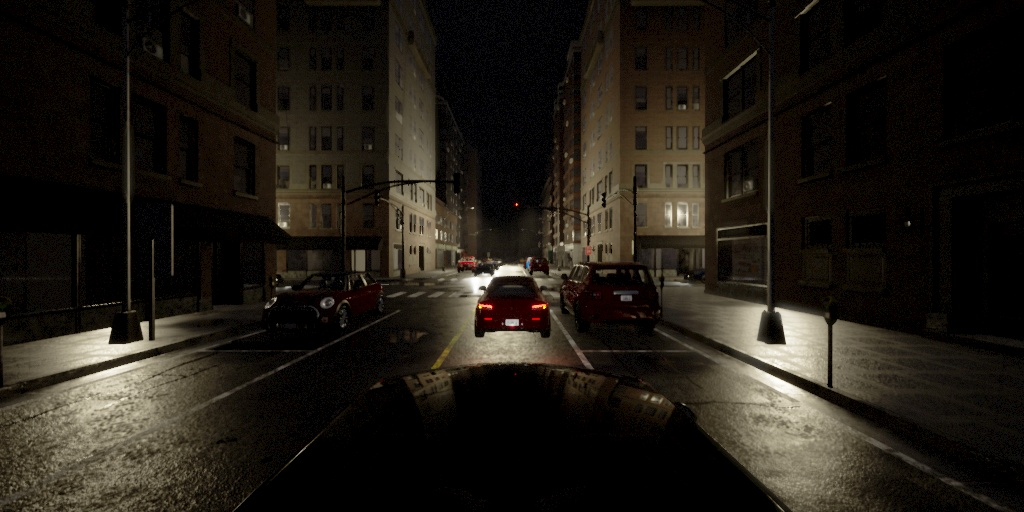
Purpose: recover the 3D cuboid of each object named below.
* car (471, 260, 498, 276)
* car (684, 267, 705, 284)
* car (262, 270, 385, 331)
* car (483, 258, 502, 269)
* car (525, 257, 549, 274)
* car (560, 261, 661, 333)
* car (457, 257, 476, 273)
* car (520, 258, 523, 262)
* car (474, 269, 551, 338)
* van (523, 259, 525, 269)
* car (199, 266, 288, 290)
[{"bbox_3d":[-2.769,1.342,36.672,1.895,1.301,4.718,0,0,0],"label":"car"},{"bbox_3d":[14.669,1.265,25.757,4.181,1.385,1.994,0,0,0],"label":"car"},{"bbox_3d":[-5.369,1.188,10.714,1.967,1.591,4.097,0,0,0],"label":"car"},{"bbox_3d":[-2.736,1.339,48.480,1.895,1.301,4.718,0,0,0],"label":"car"},{"bbox_3d":[2.781,1.056,37.752,2.192,1.841,5.009,0,0,0],"label":"car"},{"bbox_3d":[2.656,1.063,10.696,2.192,1.841,5.009,0,0,0],"label":"car"},{"bbox_3d":[-5.326,1.054,43.274,2.192,1.841,5.009,0,0,0],"label":"car"},{"bbox_3d":[2.805,1.051,54.264,2.192,1.841,5.009,0,0,0],"label":"car"},{"bbox_3d":[0.025,1.274,10.053,1.812,1.442,4.674,0,0,1],"label":"car"},{"bbox_3d":[2.797,1.079,48.760,1.690,1.789,3.998,0,0,0],"label":"van"},{"bbox_3d":[-17.068,1.358,22.958,4.181,1.385,1.994,0,0,0],"label":"car"}]
